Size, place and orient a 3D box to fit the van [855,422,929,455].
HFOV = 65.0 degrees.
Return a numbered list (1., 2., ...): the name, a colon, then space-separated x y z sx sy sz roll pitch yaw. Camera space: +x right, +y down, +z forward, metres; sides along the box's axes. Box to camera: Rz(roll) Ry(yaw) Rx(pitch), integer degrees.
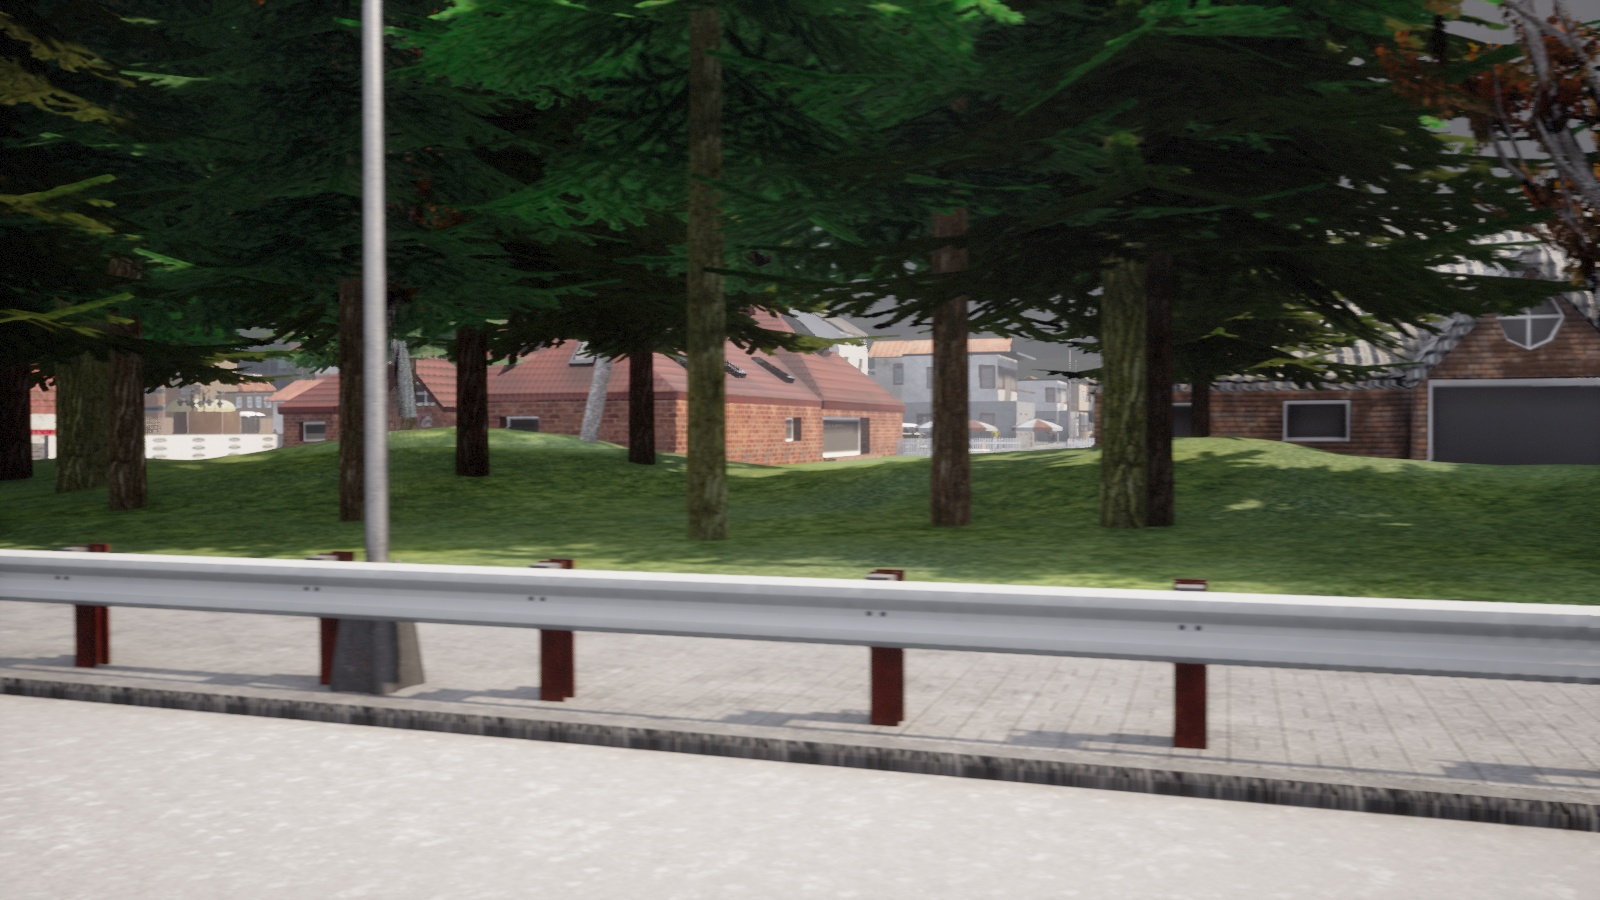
1. van: 6.187 -0.784 84.151 4.480 2.038 2.069 2 2 19
